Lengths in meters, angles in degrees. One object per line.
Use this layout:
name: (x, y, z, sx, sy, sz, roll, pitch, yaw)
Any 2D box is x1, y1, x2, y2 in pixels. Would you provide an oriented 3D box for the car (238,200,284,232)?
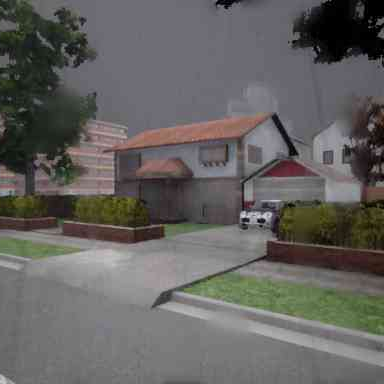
car: (4.023, 1.168, 17.438, 1.970, 1.475, 3.806, 0, 0, 36)
